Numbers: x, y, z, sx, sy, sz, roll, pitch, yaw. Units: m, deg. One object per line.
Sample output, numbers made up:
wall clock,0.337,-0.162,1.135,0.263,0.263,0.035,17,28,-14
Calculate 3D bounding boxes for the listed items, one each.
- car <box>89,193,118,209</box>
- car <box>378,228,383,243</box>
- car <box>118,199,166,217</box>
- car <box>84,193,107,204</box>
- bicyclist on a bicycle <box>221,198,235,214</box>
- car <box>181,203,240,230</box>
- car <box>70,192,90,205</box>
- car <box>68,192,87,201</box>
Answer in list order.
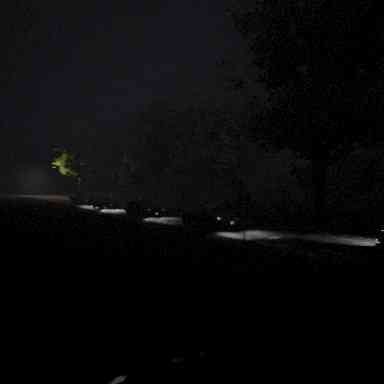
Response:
car,-9.699,1.190,37.395,1.994,1.385,4.181,1,0,-33
car,9.694,1.689,13.015,1.994,1.385,4.181,1,0,-33
car,-4.276,1.326,29.053,2.033,1.411,5.357,1,0,-33
car,-14.728,0.922,50.497,1.882,1.535,5.008,1,1,-33
bicyclist on a bicycle,3.052,1.363,28.754,1.656,1.620,0.582,1,0,-33
car,1.020,1.451,20.922,1.812,1.442,4.674,1,0,-33
car,-15.223,0.960,45.948,2.128,1.511,4.902,1,0,-32
car,-20.366,0.774,59.127,2.128,1.511,4.902,1,0,-33
